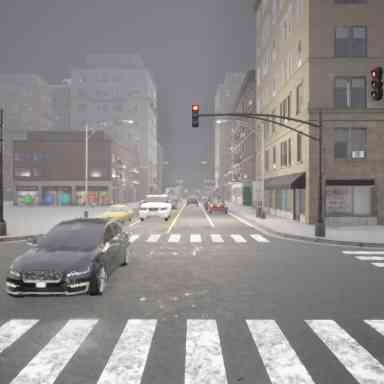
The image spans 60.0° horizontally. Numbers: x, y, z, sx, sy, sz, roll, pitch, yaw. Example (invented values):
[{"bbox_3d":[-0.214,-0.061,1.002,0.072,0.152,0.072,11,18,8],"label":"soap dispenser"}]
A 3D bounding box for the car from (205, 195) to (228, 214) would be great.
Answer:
[{"bbox_3d":[2.677,1.441,35.423,1.967,1.590,4.097,0,0,0],"label":"car"}]

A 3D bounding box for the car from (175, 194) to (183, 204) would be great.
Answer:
[{"bbox_3d":[-2.684,1.164,58.390,2.097,1.767,4.553,0,0,0],"label":"car"}]

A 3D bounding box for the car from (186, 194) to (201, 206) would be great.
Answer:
[{"bbox_3d":[0.062,1.508,54.044,1.837,1.490,4.892,0,0,0],"label":"car"}]

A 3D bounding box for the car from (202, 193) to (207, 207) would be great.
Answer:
[{"bbox_3d":[2.683,1.317,41.085,2.192,1.841,5.009,0,0,0],"label":"car"}]

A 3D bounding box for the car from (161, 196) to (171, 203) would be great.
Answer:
[{"bbox_3d":[-5.309,1.530,69.235,1.752,1.417,4.829,0,0,0],"label":"car"}]

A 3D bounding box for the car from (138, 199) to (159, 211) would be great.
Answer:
[{"bbox_3d":[-5.342,1.552,41.095,2.008,1.369,4.403,0,0,0],"label":"car"}]

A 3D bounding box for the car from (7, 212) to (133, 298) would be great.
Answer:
[{"bbox_3d":[-2.835,1.497,8.685,1.837,1.490,4.892,0,0,0],"label":"car"}]

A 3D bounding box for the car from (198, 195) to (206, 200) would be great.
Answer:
[{"bbox_3d":[2.742,1.575,92.042,1.947,1.339,4.313,0,0,0],"label":"car"}]

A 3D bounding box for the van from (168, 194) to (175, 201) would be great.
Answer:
[{"bbox_3d":[-5.290,1.349,86.390,1.690,1.788,3.998,0,0,0],"label":"van"}]

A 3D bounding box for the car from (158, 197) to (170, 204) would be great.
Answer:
[{"bbox_3d":[-5.316,1.586,63.743,1.802,1.307,4.206,0,0,0],"label":"car"}]

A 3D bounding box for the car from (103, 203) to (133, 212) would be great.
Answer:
[{"bbox_3d":[-5.361,1.526,23.939,1.752,1.417,4.829,0,0,0],"label":"car"}]

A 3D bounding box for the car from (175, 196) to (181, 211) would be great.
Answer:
[{"bbox_3d":[-2.797,1.549,42.009,2.033,1.411,5.357,0,0,0],"label":"car"}]

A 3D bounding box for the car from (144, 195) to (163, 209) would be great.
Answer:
[{"bbox_3d":[-5.335,1.317,46.757,2.192,1.841,5.009,0,0,0],"label":"car"}]

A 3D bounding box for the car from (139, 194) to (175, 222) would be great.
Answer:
[{"bbox_3d":[-2.822,1.222,26.749,2.150,2.045,5.566,0,0,0],"label":"car"}]
